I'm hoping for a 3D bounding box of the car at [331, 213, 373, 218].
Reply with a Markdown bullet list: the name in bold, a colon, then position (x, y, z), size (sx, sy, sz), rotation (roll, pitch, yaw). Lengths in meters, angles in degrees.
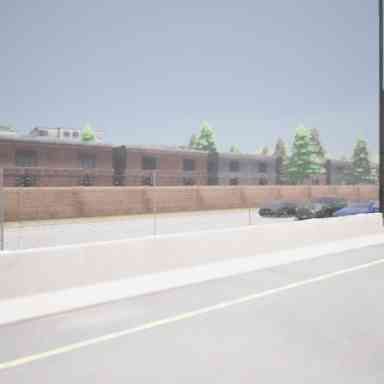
- **car**: position (10.311, 1.250, 19.949), size (4.674, 1.442, 1.812), rotation (-1, 1, -36)
